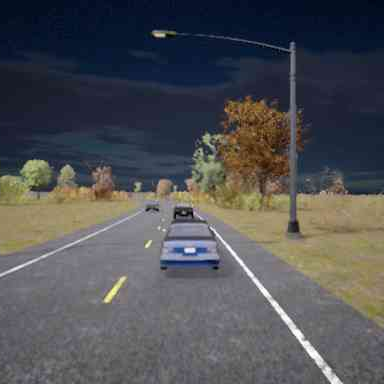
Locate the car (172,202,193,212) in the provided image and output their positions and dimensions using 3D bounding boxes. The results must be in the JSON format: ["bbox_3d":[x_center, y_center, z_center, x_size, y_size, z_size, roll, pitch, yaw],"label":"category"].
[{"bbox_3d":[-0.887,1.755,32.898,1.882,1.535,5.008,0,-1,-3],"label":"car"}]

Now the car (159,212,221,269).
[{"bbox_3d":[-0.093,1.643,11.505,2.033,1.411,5.357,0,0,-1],"label":"car"}]

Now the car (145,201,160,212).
[{"bbox_3d":[-5.373,1.939,45.307,2.033,1.411,5.357,0,-1,-4],"label":"car"}]
